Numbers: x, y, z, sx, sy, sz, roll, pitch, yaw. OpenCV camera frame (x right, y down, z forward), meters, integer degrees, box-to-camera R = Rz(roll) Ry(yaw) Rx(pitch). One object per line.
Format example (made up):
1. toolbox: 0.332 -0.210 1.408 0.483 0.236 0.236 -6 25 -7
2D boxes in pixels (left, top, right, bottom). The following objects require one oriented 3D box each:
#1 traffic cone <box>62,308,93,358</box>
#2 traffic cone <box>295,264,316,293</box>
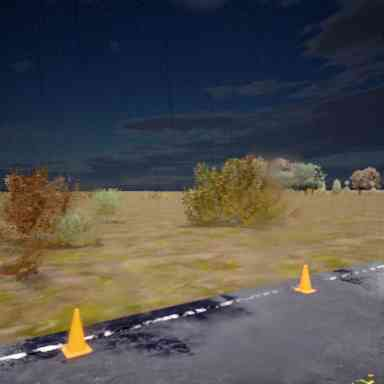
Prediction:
1. traffic cone: -1.619 1.942 4.687 0.340 0.580 0.340 0 0 -35
2. traffic cone: 2.572 1.935 7.533 0.340 0.580 0.340 0 0 -33
